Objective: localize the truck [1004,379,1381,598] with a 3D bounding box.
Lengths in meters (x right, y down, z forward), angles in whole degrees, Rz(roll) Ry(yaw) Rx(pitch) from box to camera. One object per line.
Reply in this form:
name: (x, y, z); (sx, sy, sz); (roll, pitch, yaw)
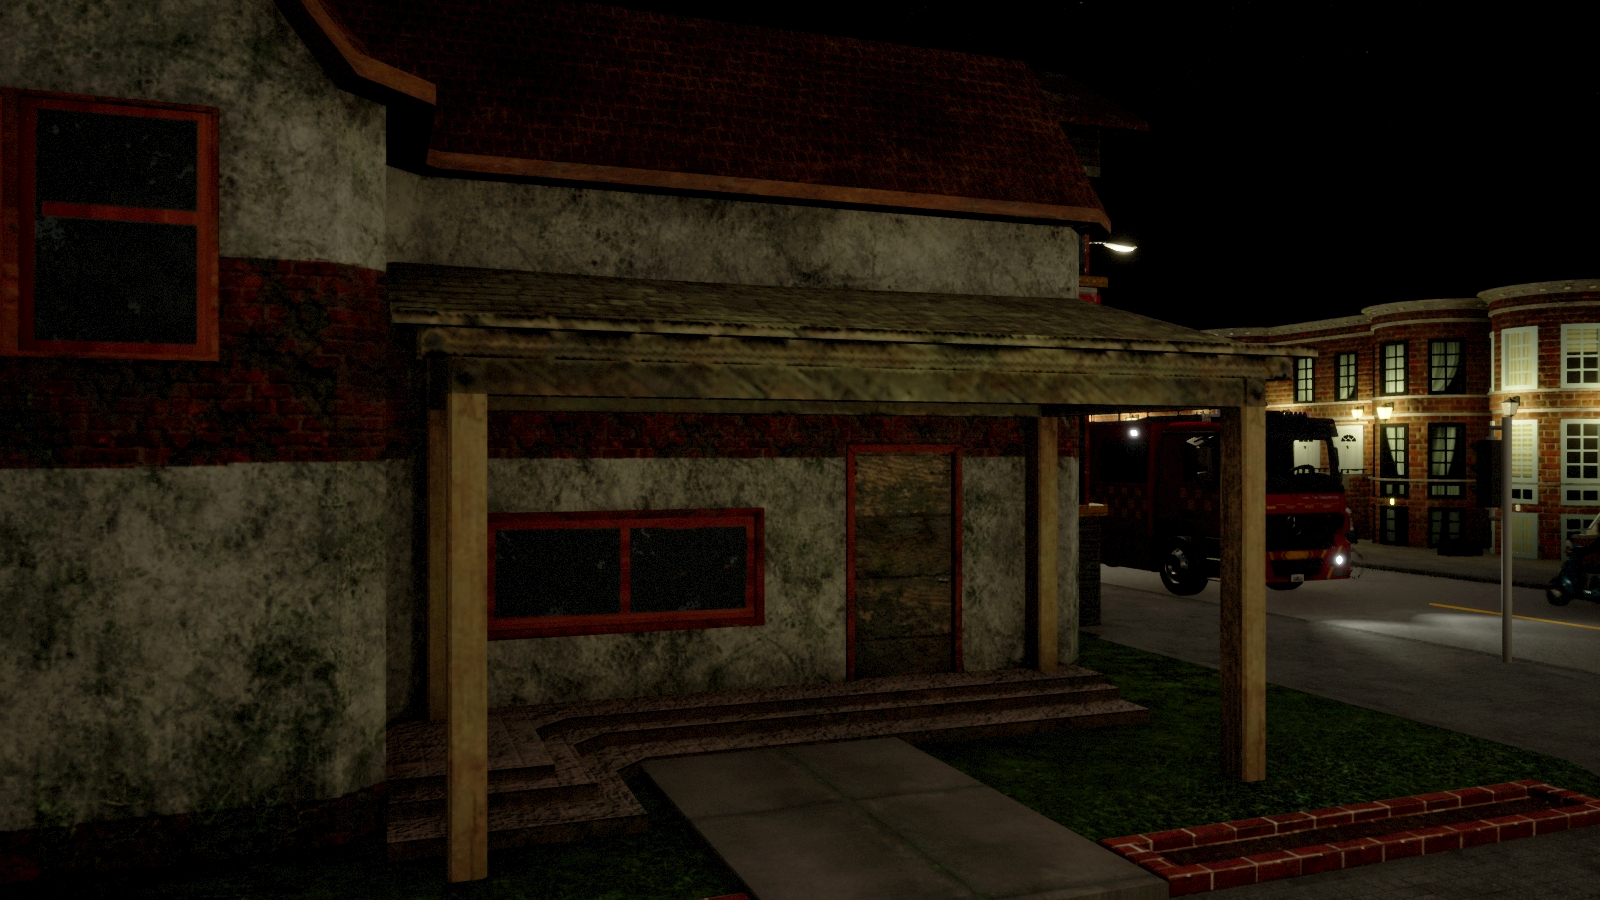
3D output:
truck: (7.818, 0.670, 24.411); (2.891, 3.827, 8.468); (0, 0, -20)
